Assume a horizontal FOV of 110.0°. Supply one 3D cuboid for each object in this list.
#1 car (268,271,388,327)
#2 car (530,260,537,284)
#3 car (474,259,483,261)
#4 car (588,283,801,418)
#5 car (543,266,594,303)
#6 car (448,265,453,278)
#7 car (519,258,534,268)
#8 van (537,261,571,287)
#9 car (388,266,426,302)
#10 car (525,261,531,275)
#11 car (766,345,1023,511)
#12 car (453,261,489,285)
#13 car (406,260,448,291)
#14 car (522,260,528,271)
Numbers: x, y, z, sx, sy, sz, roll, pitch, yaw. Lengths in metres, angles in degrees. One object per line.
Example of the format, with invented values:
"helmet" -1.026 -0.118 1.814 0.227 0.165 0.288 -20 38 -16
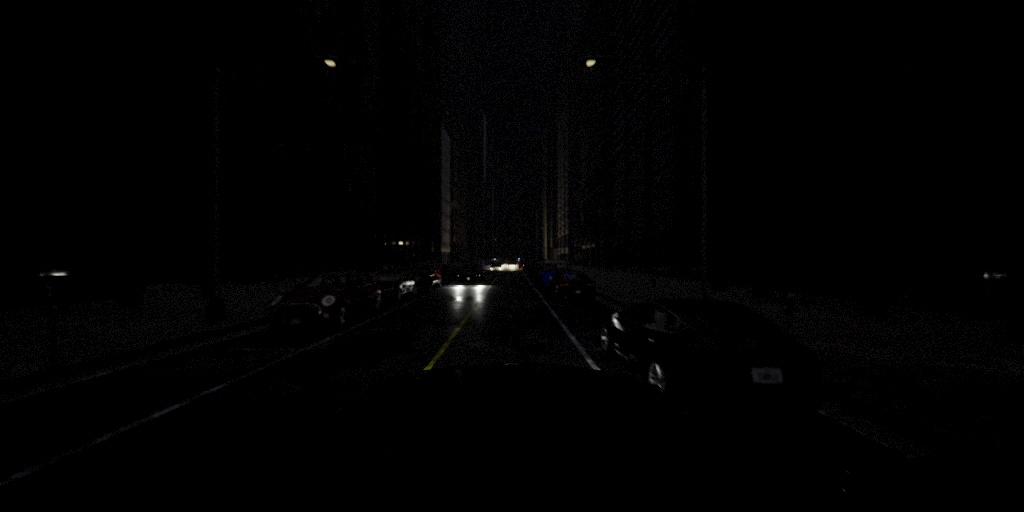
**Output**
"car" -5.767 1.238 11.541 1.967 1.591 4.097 0 0 0
"car" 2.750 1.321 28.388 1.967 1.591 4.097 0 0 0
"car" -5.790 1.559 56.246 1.751 1.417 4.829 0 0 0
"car" 2.761 1.336 5.952 1.948 1.339 4.313 0 0 0
"car" 2.755 1.371 17.170 1.888 1.381 4.507 0 0 0
"car" -5.779 1.477 33.979 1.948 1.339 4.313 0 0 0
"car" 2.735 1.348 56.432 2.192 1.841 5.009 0 0 0
"van" 2.752 1.194 22.779 1.690 1.789 3.998 0 0 0
"car" -5.770 1.376 17.151 2.007 1.370 4.403 0 0 0
"car" 2.744 1.506 39.605 1.948 1.339 4.313 0 0 0
"car" 2.764 1.309 0.343 1.948 1.339 4.313 0 0 0
"car" -3.110 1.385 28.012 1.837 1.490 4.892 0 0 0
"car" -5.773 1.168 22.760 2.192 1.841 5.009 0 0 0
"car" 2.738 1.584 50.824 1.802 1.307 4.207 0 0 0
